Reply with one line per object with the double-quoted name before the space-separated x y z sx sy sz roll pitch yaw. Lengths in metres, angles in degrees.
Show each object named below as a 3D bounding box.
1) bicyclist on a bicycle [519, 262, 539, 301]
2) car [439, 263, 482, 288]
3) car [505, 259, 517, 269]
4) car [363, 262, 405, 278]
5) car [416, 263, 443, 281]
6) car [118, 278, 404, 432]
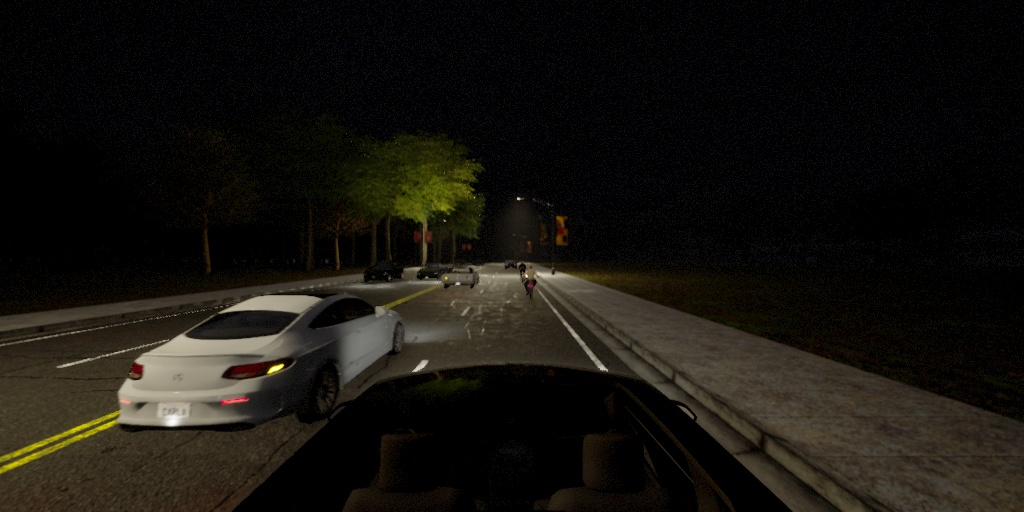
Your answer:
"bicyclist on a bicycle" 0.846 1.193 16.491 0.866 1.612 1.509 0 0 -1
"car" -3.258 1.362 23.638 1.895 1.301 4.718 0 0 0
"car" -0.163 1.393 57.369 1.895 1.301 4.718 0 0 0
"car" -9.972 1.242 28.259 1.882 1.535 5.008 0 0 0
"car" -6.737 1.313 30.912 2.033 1.411 5.357 0 0 0
"car" -3.166 1.277 5.649 1.812 1.442 4.674 0 0 0
